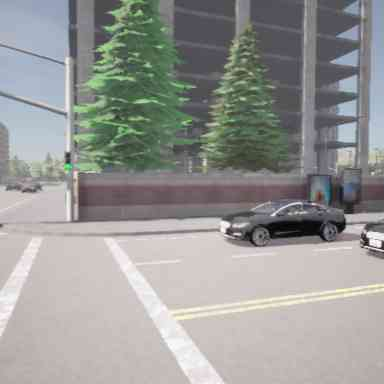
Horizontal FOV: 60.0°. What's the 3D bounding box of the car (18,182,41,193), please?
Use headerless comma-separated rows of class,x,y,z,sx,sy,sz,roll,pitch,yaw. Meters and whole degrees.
car,-24.798,-0.498,50.868,1.895,1.301,4.718,0,2,-20

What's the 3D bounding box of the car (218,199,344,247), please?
car,3.408,1.045,12.416,4.902,1.511,2.128,0,2,-19

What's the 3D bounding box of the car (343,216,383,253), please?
car,7.446,1.153,10.113,4.902,1.511,2.128,0,2,-19

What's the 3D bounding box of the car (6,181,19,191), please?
car,-31.395,-1.087,58.992,2.097,1.767,4.553,0,2,-20

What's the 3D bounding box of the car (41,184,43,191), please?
car,-28.120,-0.964,60.231,1.837,1.490,4.892,0,2,-20
